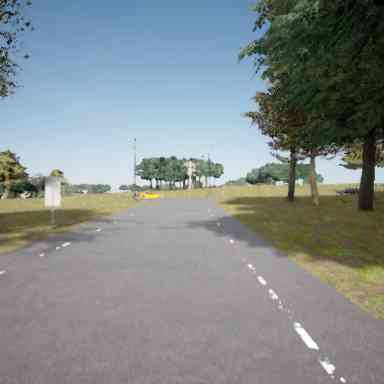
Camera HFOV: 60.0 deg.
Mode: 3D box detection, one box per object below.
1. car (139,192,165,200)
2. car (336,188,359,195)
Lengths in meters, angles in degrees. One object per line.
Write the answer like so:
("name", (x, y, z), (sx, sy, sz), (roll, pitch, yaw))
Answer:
("car", (-7.609, 0.675, 63.728), (5.008, 1.535, 1.882), (0, 0, 0))
("car", (33.442, -0.068, 71.374), (4.892, 1.490, 1.837), (-1, -1, -1))
